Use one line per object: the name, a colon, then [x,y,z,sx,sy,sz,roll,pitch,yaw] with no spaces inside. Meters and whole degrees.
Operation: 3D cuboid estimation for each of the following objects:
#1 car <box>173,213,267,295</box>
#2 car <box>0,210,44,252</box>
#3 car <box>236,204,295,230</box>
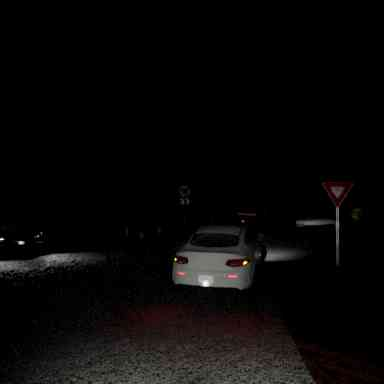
car: [0.864,1.525,8.715,1.812,1.442,4.674,0,0,15]
car: [-7.507,1.505,13.220,1.837,1.490,4.892,1,-1,-43]
car: [4.669,1.492,20.884,4.902,1.511,2.128,0,0,-44]
